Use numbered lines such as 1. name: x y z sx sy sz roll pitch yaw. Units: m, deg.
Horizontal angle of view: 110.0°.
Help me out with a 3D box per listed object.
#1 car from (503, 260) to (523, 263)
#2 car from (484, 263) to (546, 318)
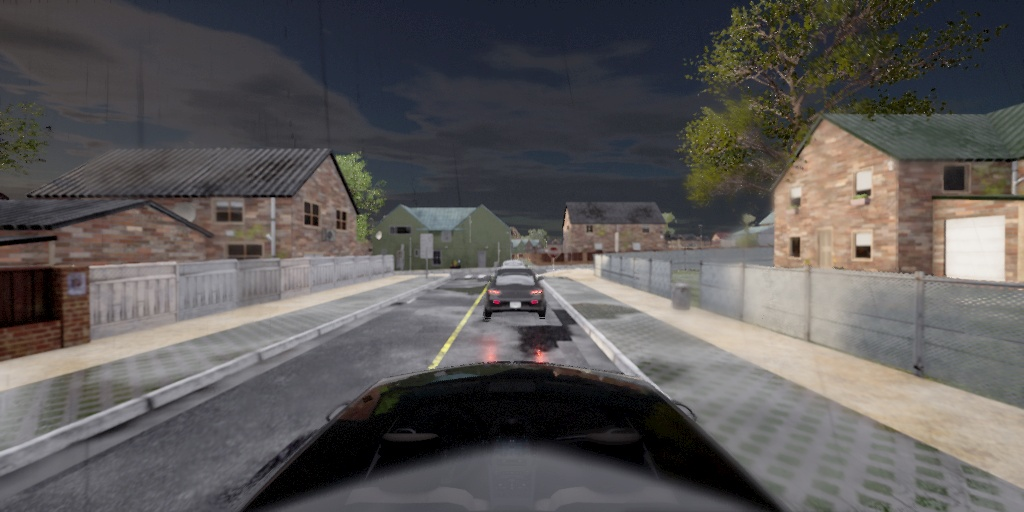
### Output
1. car: 0.059 0.970 22.401 1.812 1.442 4.674 0 1 -1
2. car: 0.097 1.122 12.012 1.812 1.442 4.674 0 1 0
